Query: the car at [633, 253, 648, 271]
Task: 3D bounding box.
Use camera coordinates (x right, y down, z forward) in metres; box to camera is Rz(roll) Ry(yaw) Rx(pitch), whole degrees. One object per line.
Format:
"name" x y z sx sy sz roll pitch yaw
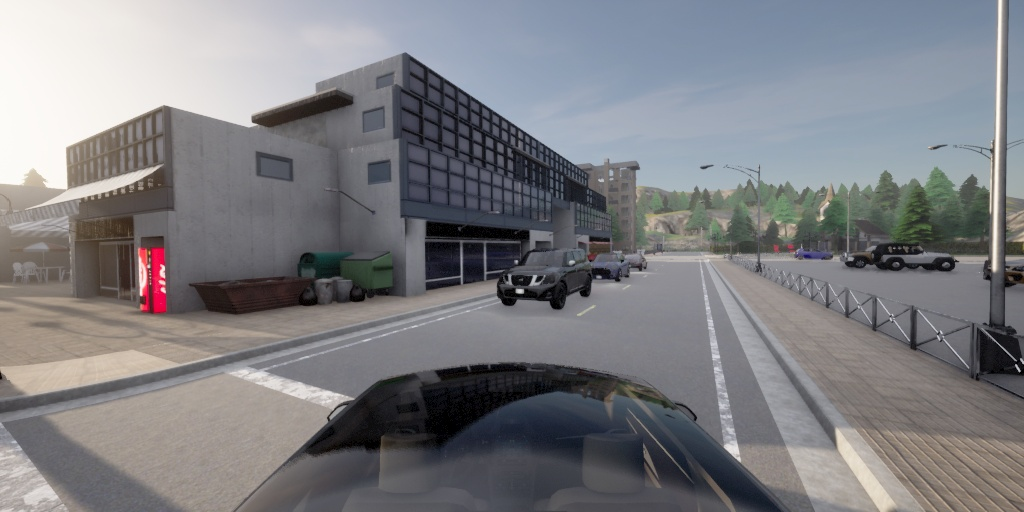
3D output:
"car" 10.755 0.494 31.724 1.812 1.442 4.674 0 1 28

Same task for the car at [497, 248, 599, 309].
"car" 1.515 0.705 13.909 2.150 2.045 5.566 0 1 27

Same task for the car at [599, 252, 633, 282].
"car" 6.041 0.583 22.642 2.097 1.767 4.553 0 1 27
